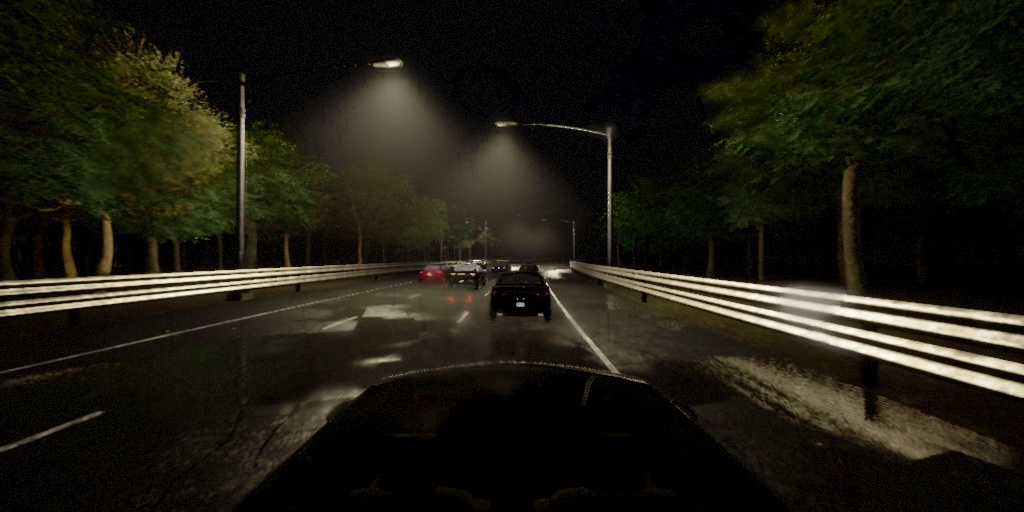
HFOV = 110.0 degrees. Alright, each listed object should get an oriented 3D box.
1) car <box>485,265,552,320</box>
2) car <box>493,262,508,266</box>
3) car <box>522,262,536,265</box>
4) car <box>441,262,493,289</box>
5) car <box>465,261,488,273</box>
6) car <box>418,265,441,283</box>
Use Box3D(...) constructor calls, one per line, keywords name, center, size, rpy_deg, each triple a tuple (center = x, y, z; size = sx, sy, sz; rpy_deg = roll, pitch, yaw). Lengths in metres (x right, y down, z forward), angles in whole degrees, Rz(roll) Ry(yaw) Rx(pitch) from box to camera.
Box3D(name="car", center=(0.310, 1.242, 12.678), size=(1.882, 1.535, 5.008), rpy_deg=(0, 0, 2))
Box3D(name="car", center=(-1.215, 1.381, 42.521), size=(2.033, 1.411, 5.357), rpy_deg=(0, 0, 6))
Box3D(name="car", center=(1.761, 1.328, 36.830), size=(1.837, 1.490, 4.892), rpy_deg=(0, 0, 5))
Box3D(name="car", center=(-2.776, 1.279, 23.331), size=(2.128, 1.511, 4.902), rpy_deg=(0, 0, 4))
Box3D(name="car", center=(-4.422, 1.401, 45.317), size=(1.994, 1.385, 4.181), rpy_deg=(0, 0, 6))
Box3D(name="car", center=(-5.933, 1.359, 28.480), size=(1.994, 1.385, 4.181), rpy_deg=(0, 0, 4))
